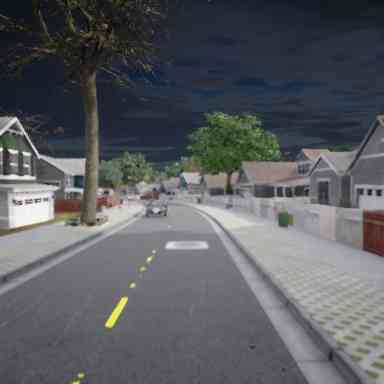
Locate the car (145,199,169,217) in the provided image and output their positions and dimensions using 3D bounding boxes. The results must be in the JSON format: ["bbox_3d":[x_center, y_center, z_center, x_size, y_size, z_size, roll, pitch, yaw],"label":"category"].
[{"bbox_3d":[-3.159,1.426,30.299,2.128,1.511,4.902,0,0,-3],"label":"car"}]
